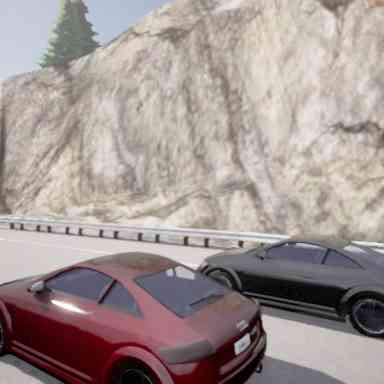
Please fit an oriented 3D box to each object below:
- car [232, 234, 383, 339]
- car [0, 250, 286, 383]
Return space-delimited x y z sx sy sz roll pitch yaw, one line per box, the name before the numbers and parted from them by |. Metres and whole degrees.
car | 2.126 1.550 6.629 4.181 1.385 1.994 0 0 35
car | -1.123 1.559 4.620 4.181 1.385 1.994 0 0 34
